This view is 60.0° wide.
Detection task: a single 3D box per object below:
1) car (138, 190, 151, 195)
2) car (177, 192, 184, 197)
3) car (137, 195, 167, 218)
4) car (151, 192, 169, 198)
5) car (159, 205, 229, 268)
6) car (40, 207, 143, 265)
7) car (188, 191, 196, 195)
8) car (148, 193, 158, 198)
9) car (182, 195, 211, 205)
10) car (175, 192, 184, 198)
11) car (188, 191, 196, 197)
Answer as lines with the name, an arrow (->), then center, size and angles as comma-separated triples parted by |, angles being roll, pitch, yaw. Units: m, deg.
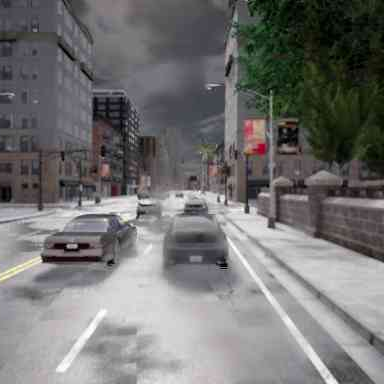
car -> -9.760, 0.638, 67.841 | 2.150, 2.045, 5.566 | 0, 1, 0
car -> -3.263, 0.586, 93.849 | 1.895, 1.301, 4.718 | 0, 1, 0
car -> -3.407, 1.266, 26.950 | 2.128, 1.511, 4.902 | 0, 0, -3
car -> -6.514, 0.769, 67.986 | 2.097, 1.767, 4.553 | 0, 0, 0
car -> 0.099, 1.414, 10.852 | 1.837, 1.490, 4.892 | 0, 1, 0
car -> -3.155, 1.452, 11.249 | 2.033, 1.411, 5.357 | 0, 1, 0
car -> -0.011, 0.773, 83.819 | 1.812, 1.442, 4.674 | 0, 1, 0
car -> -9.762, 0.849, 83.760 | 1.895, 1.301, 4.718 | 0, 1, 0
car -> 0.408, 1.278, 26.988 | 1.837, 1.490, 4.892 | 0, 0, 4
car -> -3.260, 0.773, 83.818 | 1.812, 1.442, 4.674 | 0, 1, 0
car -> -0.013, 0.531, 93.819 | 2.033, 1.411, 5.357 | 0, 1, 0
